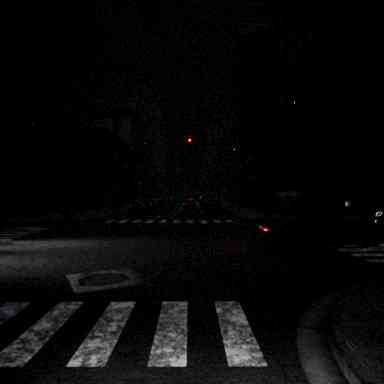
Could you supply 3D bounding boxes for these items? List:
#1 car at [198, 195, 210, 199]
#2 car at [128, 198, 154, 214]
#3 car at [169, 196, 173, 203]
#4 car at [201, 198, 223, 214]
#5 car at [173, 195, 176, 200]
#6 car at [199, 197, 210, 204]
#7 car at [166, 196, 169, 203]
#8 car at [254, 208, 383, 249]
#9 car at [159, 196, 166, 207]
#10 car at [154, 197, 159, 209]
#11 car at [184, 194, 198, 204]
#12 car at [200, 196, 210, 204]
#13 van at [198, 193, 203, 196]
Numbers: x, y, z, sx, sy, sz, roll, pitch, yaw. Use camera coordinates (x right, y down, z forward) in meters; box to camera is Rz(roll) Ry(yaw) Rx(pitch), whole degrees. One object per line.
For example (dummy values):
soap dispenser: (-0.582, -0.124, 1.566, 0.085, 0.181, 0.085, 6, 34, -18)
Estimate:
car: (2.359, 1.619, 52.623, 1.947, 1.339, 4.313, 0, 0, 0)
car: (-5.687, 1.468, 36.101, 1.967, 1.590, 4.097, 0, 0, 0)
car: (-5.645, 1.529, 69.165, 1.967, 1.590, 4.097, 0, 0, 0)
car: (2.338, 1.594, 36.090, 1.947, 1.339, 4.313, 0, 0, 0)
car: (-5.630, 1.668, 80.187, 2.008, 1.369, 4.403, 0, 0, 0)
car: (2.373, 1.626, 63.644, 2.008, 1.369, 4.403, 0, 0, 0)
car: (-5.658, 1.615, 58.144, 2.008, 1.369, 4.403, 0, 0, 0)
car: (5.356, 1.514, 13.879, 5.357, 1.411, 2.033, 0, 0, 0)
car: (-5.665, 1.635, 52.633, 1.802, 1.307, 4.206, 0, 0, 0)
car: (-5.679, 1.476, 41.612, 1.967, 1.590, 4.097, 0, 0, 0)
car: (-0.163, 1.580, 63.265, 1.837, 1.490, 4.892, 0, 0, 0)
car: (2.352, 1.626, 47.113, 1.802, 1.307, 4.206, 0, 0, 0)
van: (2.366, 1.405, 58.134, 1.690, 1.788, 3.998, 0, 0, 0)
